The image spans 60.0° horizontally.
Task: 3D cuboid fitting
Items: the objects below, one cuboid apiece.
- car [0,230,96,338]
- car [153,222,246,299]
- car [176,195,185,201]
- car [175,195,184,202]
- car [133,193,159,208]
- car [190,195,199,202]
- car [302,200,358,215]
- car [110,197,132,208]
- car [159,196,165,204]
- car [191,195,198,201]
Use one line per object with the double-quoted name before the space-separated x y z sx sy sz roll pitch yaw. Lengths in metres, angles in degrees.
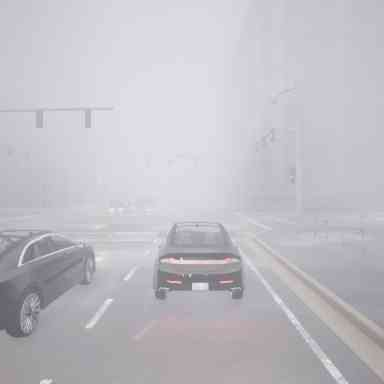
"car" -3.398 1.492 6.607 2.128 1.511 4.902 0 0 1
"car" 0.136 1.492 8.426 2.128 1.511 4.902 0 0 0
"car" -2.889 1.523 85.404 2.033 1.411 5.357 0 0 0
"car" -2.959 1.497 75.701 1.837 1.490 4.892 0 0 0
"car" -6.735 1.221 49.393 2.150 2.045 5.566 0 0 2
"car" 0.546 1.593 76.334 1.895 1.301 4.718 0 0 0
"car" 13.447 1.492 32.892 5.357 1.411 2.033 0 0 0
"car" -10.262 1.564 47.074 1.994 1.385 4.181 0 0 0
"car" -6.648 1.491 59.606 2.128 1.511 4.902 0 0 1
"car" 0.611 1.461 85.379 1.882 1.535 5.008 0 0 0
